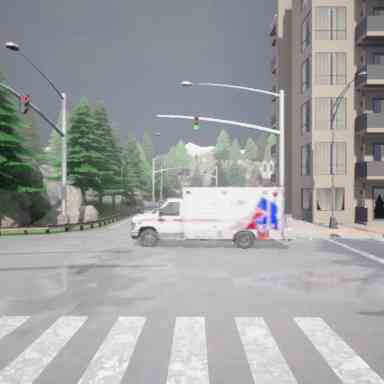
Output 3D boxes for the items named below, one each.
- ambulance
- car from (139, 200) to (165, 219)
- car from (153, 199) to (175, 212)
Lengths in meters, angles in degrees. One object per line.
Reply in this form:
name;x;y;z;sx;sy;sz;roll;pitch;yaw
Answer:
ambulance;0.698;1.042;14.032;6.366;2.431;2.351;0;0;2
car;-3.560;1.554;30.305;1.812;1.442;4.674;0;0;1
car;-3.394;1.575;40.937;2.033;1.411;5.357;0;0;2
